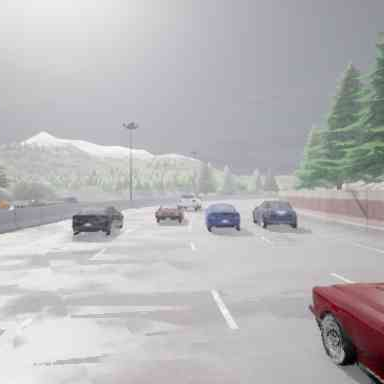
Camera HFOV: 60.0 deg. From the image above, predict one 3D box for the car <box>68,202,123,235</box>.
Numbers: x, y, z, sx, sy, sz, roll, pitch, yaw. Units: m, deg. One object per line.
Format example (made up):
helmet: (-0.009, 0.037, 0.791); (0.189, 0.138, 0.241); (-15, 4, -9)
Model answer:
car: (-5.161, 1.474, 18.789); (1.882, 1.535, 5.008); (0, 0, -1)

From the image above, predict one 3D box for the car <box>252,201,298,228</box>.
car: (5.338, 1.347, 21.965); (2.097, 1.767, 4.553); (0, 0, 0)

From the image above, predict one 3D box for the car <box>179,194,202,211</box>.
car: (-0.145, 1.214, 41.074); (2.150, 2.045, 5.566); (0, 0, 9)

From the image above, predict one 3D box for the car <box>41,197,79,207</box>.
car: (-14.803, 1.344, 38.339); (2.097, 1.767, 4.553); (0, 0, 7)

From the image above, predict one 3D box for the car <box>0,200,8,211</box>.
car: (-22.093, 1.472, 36.105); (1.882, 1.535, 5.008); (0, 0, 6)

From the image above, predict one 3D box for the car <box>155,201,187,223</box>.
car: (-1.609, 1.596, 25.715); (1.895, 1.301, 4.718); (0, 0, 2)

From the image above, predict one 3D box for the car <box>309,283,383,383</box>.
car: (2.939, 1.600, 2.956); (1.895, 1.301, 4.718); (0, 0, -8)

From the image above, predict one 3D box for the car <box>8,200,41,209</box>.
car: (-18.381, 1.558, 37.851); (1.994, 1.385, 4.181); (0, 0, 6)

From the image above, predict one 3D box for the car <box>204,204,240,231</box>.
car: (1.815, 1.473, 20.773); (1.882, 1.535, 5.008); (0, 0, 0)
